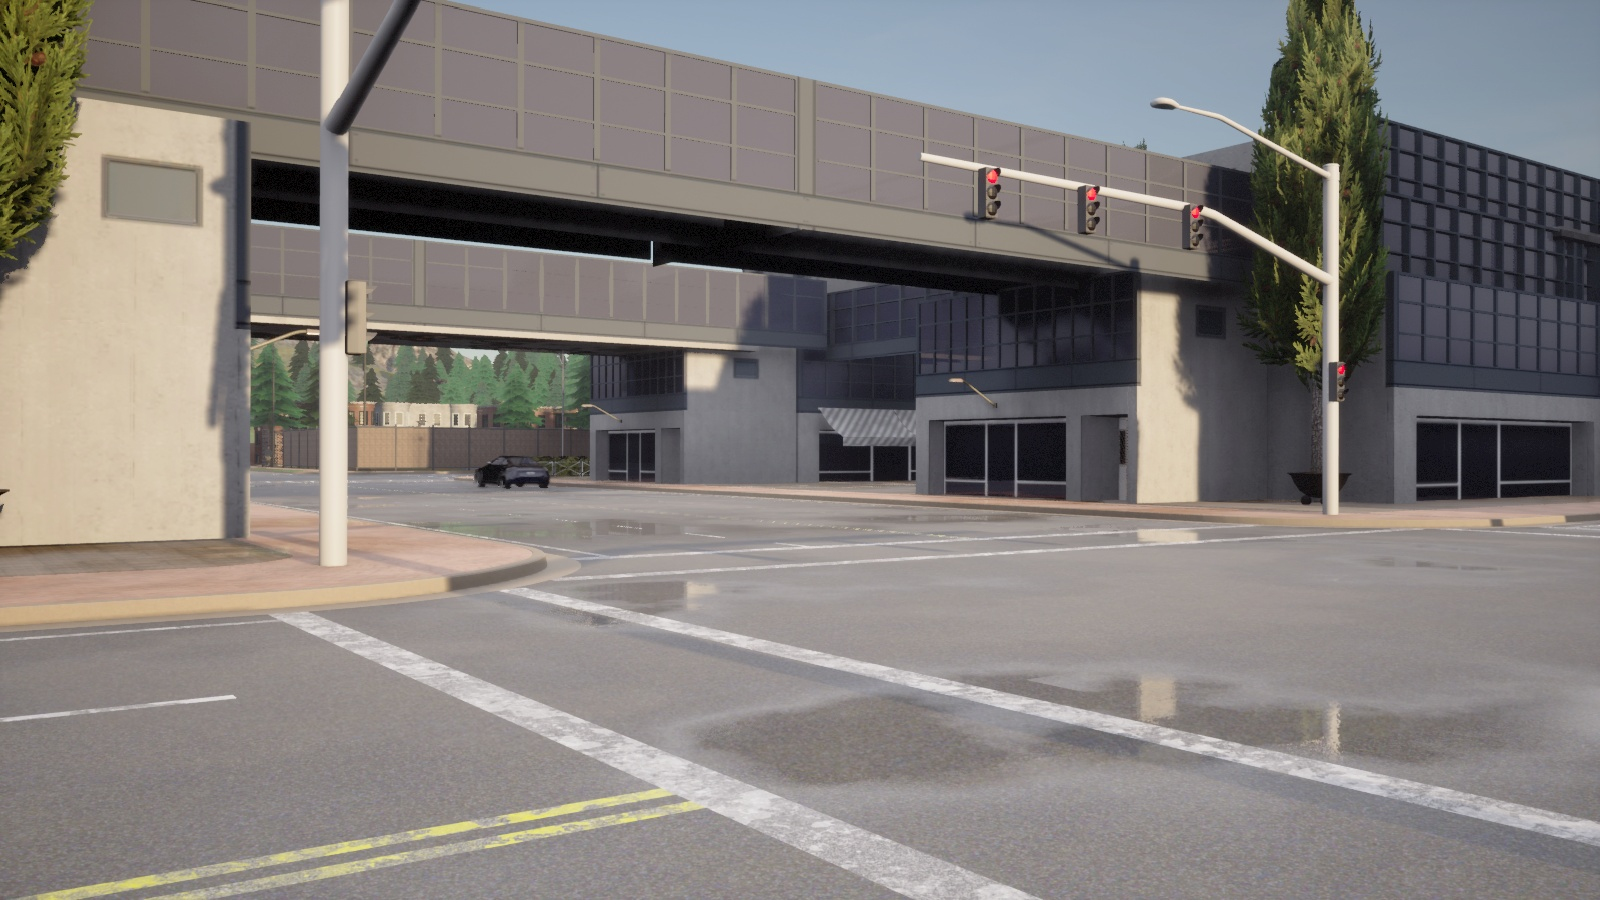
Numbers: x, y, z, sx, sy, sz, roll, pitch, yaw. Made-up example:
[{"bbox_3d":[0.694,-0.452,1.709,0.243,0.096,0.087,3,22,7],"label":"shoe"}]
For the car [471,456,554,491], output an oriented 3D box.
[{"bbox_3d":[-12.155,0.964,52.895,1.994,1.385,4.181,0,0,-35],"label":"car"}]
